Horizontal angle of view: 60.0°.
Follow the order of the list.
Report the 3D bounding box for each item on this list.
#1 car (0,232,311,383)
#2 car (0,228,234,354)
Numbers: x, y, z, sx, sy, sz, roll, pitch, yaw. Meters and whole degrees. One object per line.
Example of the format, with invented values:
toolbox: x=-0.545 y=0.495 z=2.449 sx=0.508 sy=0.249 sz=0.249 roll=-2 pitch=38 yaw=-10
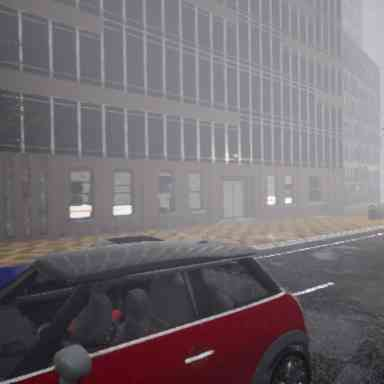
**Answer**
car: x=-0.961 y=1.358 z=3.098 sx=4.553 sy=1.767 sz=2.097 roll=0 pitch=0 yaw=-36
car: x=-1.528 y=1.612 z=6.673 sx=4.718 sy=1.301 sz=1.895 roll=0 pitch=0 yaw=-37
